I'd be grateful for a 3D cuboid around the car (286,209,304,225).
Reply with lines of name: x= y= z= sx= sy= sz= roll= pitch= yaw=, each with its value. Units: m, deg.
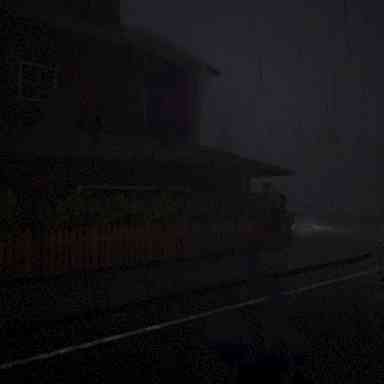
car: x=5.738 y=1.568 z=23.519 sx=1.994 sy=1.385 sz=4.181 roll=1 pitch=0 yaw=-35
